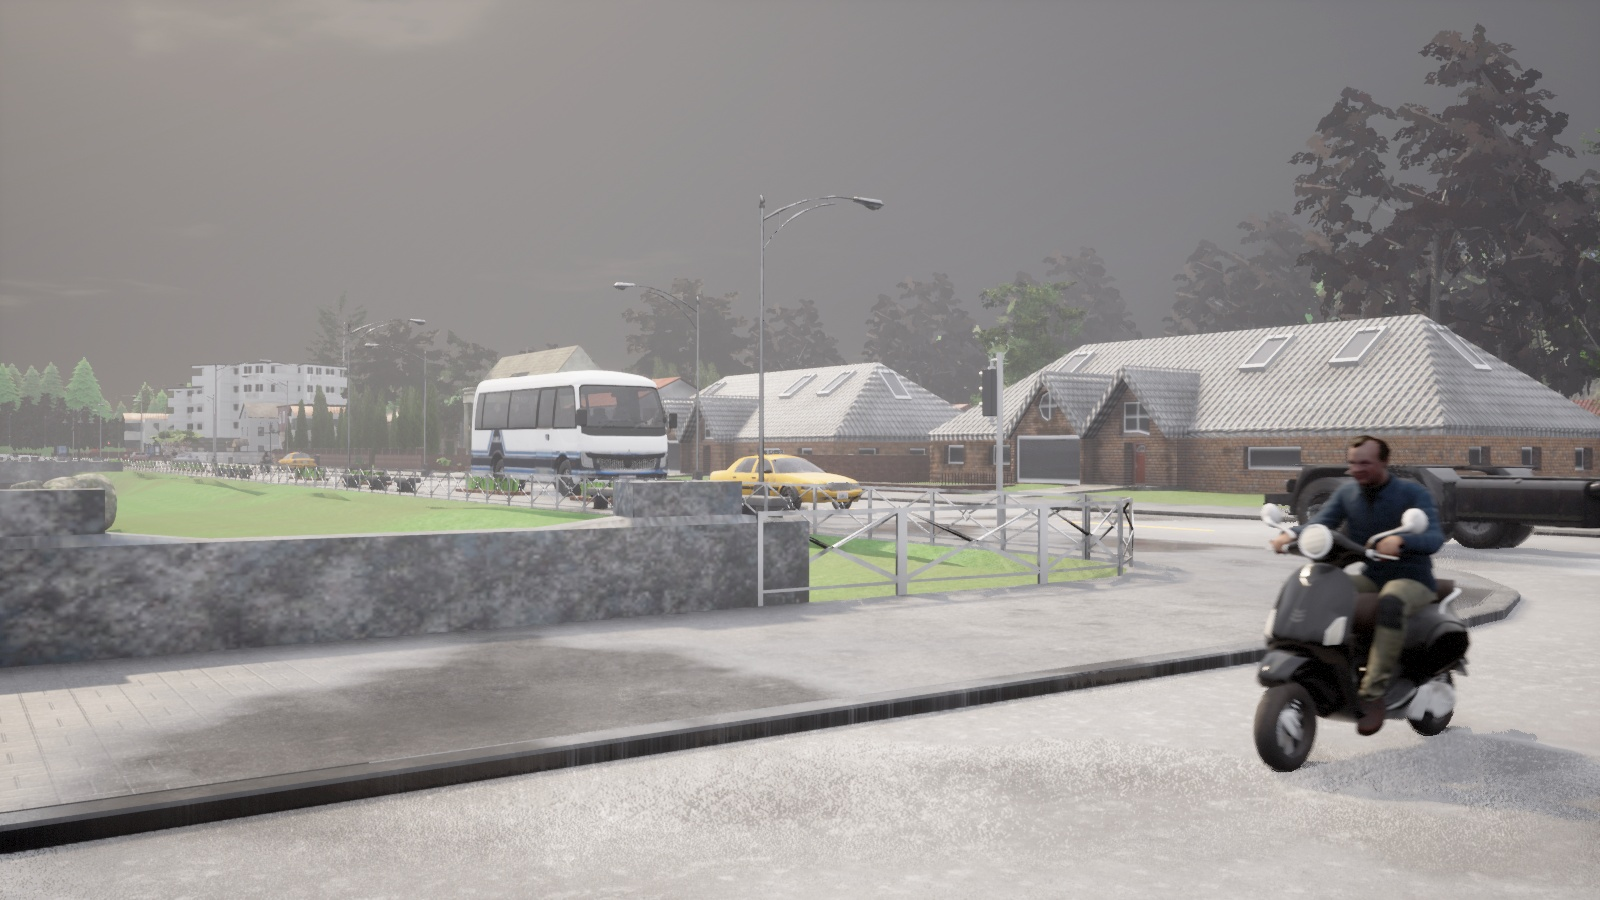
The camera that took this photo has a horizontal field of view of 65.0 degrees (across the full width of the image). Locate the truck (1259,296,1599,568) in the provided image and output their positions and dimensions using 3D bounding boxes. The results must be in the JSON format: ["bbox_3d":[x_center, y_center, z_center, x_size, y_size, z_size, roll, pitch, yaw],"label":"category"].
[{"bbox_3d":[10.745,-0.216,17.923,2.891,3.462,7.936,0,0,-29],"label":"truck"}]

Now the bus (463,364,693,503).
[{"bbox_3d":[-8.029,-0.507,43.776,3.944,4.253,10.273,0,0,-35],"label":"bus"}]

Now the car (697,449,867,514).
[{"bbox_3d":[-0.583,0.766,33.087,1.801,1.575,5.366,0,0,-35],"label":"car"}]

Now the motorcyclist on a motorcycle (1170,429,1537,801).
[{"bbox_3d":[2.783,0.708,6.257,1.817,1.590,0.866,0,0,-36],"label":"motorcyclist on a motorcycle"}]
